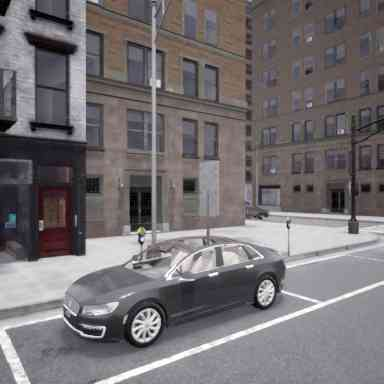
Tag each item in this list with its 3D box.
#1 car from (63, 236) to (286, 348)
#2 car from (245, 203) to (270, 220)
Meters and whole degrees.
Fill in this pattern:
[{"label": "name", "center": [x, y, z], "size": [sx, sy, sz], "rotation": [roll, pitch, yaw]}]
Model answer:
[{"label": "car", "center": [-0.076, 1.551, 6.202], "size": [4.403, 1.369, 2.008], "rotation": [0, 0, -37]}, {"label": "car", "center": [4.154, 1.655, 28.935], "size": [2.033, 1.411, 5.357], "rotation": [0, 0, -37]}]
